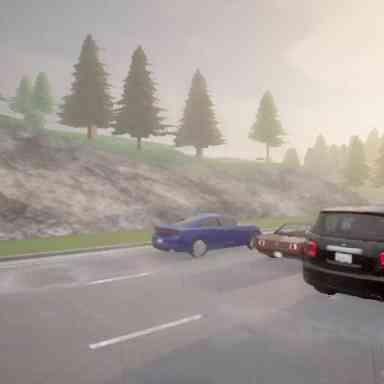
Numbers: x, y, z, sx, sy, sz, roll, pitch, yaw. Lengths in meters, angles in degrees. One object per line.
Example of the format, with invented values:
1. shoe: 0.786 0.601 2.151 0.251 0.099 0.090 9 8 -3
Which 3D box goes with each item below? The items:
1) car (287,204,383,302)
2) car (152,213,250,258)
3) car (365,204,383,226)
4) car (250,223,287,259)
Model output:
1. car: 4.844 1.295 7.781 5.566 2.045 2.150 0 0 -39
2. car: 0.776 1.604 13.496 5.008 1.535 1.882 0 0 -39
3. car: 15.468 1.737 25.847 4.892 1.490 1.837 1 -1 -40
4. car: 4.453 1.711 11.992 4.718 1.301 1.895 0 -1 -40
